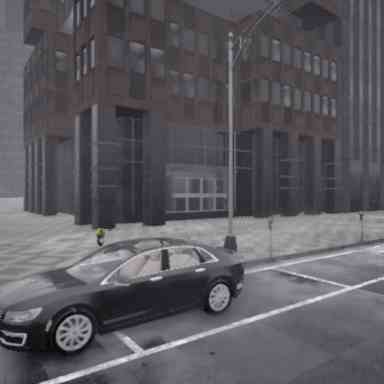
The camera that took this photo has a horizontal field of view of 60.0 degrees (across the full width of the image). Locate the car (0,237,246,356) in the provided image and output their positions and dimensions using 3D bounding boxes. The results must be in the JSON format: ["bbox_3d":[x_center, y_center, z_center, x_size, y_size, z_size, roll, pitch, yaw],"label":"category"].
[{"bbox_3d":[-0.983,1.548,5.947,4.403,1.369,2.008,0,0,-36],"label":"car"}]
